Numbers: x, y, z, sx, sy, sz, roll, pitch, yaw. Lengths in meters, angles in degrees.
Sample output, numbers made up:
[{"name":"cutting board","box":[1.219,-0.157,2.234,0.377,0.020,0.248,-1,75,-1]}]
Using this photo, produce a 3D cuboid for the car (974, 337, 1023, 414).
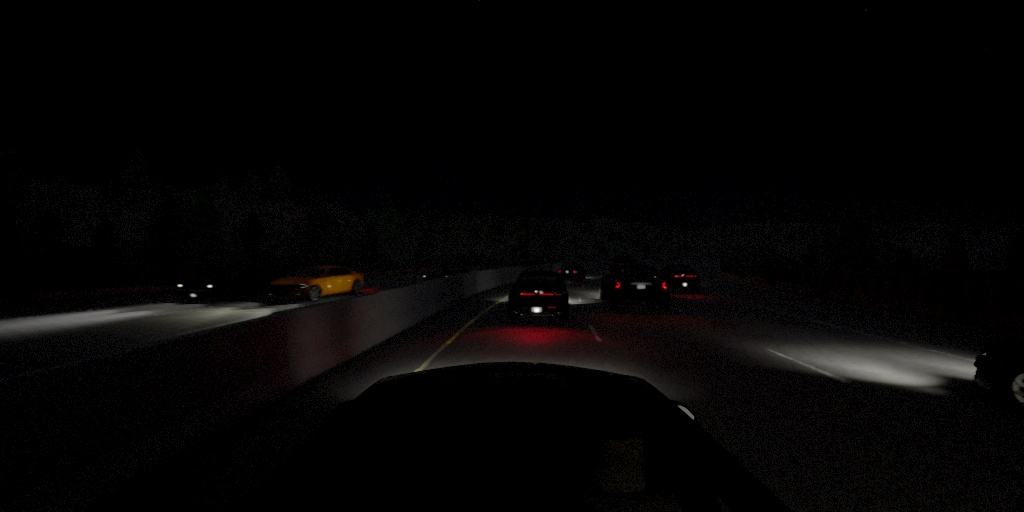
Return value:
[{"name":"car","box":[7.232,1.282,2.824,1.837,1.490,4.892,0,0,1]}]

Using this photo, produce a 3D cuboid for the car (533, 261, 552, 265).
[{"name":"car","box":[5.689,1.373,55.838,1.895,1.301,4.718,0,0,33]}]

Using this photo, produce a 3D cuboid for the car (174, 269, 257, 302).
[{"name":"car","box":[-12.717,1.309,16.858,1.895,1.301,4.718,0,0,9]}]

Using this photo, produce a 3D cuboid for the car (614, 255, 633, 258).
[{"name":"car","box":[11.810,0.962,37.646,2.150,2.045,5.566,0,0,25]}]

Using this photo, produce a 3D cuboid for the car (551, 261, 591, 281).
[{"name":"car","box":[5.155,1.289,30.483,2.033,1.411,5.357,0,0,19]}]

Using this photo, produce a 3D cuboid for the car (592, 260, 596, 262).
[{"name":"car","box":[14.650,1.352,62.368,1.994,1.385,4.181,0,0,38]}]

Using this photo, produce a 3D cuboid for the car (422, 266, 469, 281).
[{"name":"car","box":[-4.181,1.332,24.072,1.895,1.301,4.718,0,0,14]}]

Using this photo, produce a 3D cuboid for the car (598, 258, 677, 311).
[{"name":"car","box":[4.855,1.105,14.687,2.097,1.767,4.553,0,0,9]}]

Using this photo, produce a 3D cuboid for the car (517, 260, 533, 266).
[{"name":"car","box":[2.466,1.343,57.246,1.994,1.385,4.181,0,0,32]}]

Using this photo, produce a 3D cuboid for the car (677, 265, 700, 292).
[{"name":"car","box":[9.832,1.258,21.560,1.837,1.490,4.892,0,0,14]}]

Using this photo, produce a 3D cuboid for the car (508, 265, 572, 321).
[{"name":"car","box":[0.998,1.250,12.490,1.837,1.490,4.892,0,0,7]}]

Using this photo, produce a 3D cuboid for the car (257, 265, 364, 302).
[{"name":"car","box":[-9.109,1.195,17.153,1.882,1.535,5.008,0,0,10]}]
